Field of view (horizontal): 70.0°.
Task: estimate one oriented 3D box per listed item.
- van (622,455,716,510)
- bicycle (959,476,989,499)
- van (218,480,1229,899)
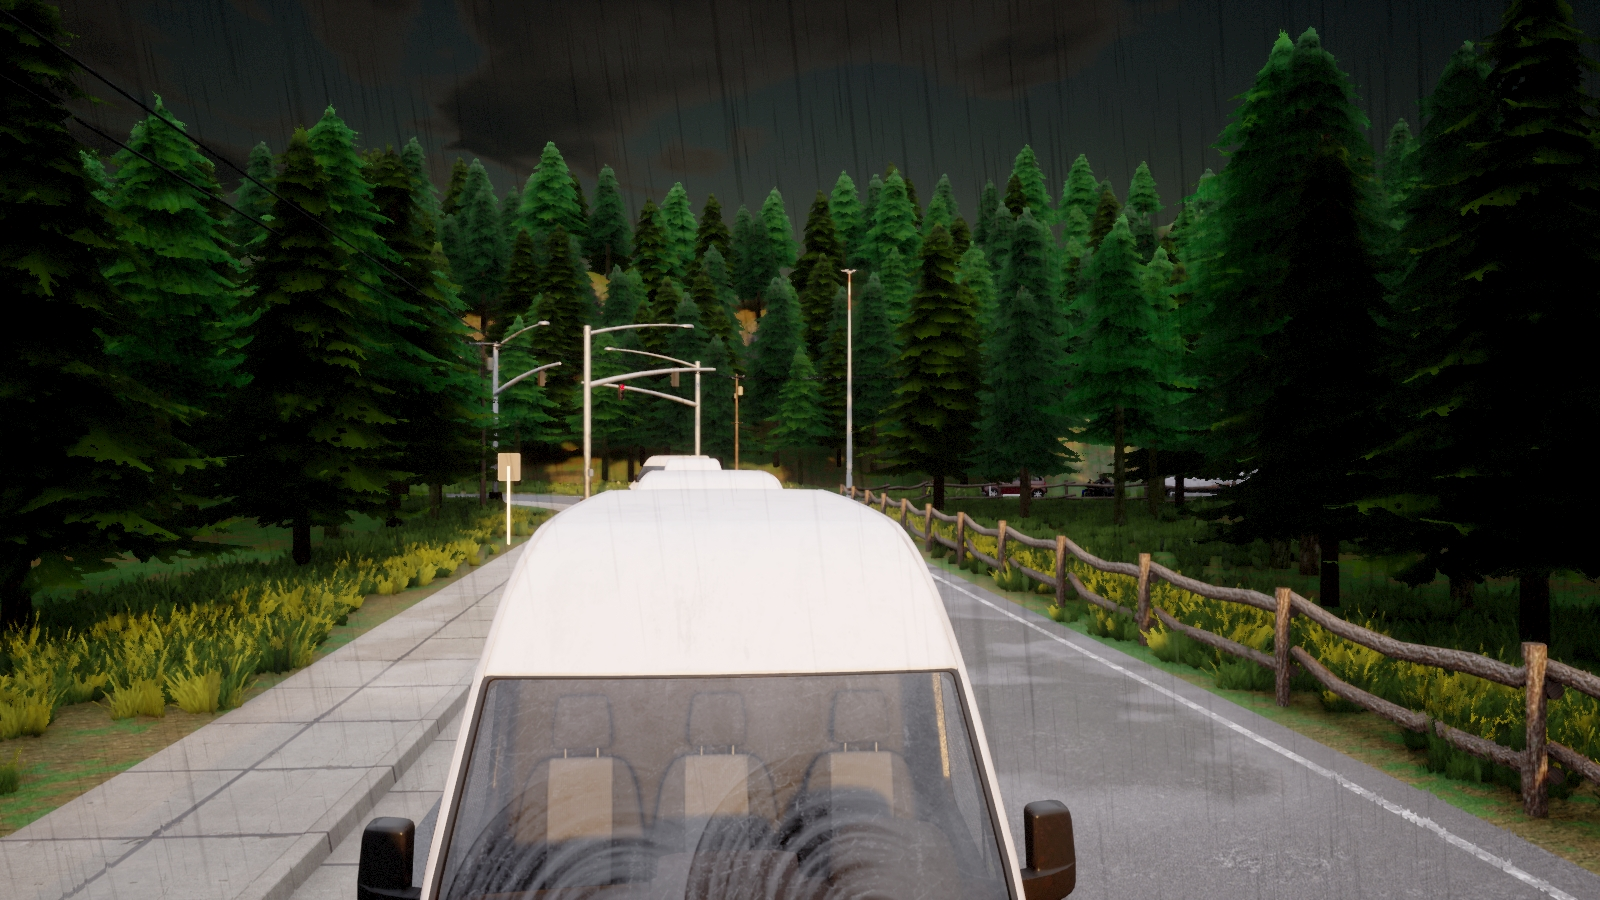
[{"bbox_3d":[-6.330,1.515,56.003,1.988,2.561,5.915,0,0,22],"label":"van"},{"bbox_3d":[9.928,2.158,65.242,1.487,1.276,0.859,0,0,-6],"label":"bicycle"},{"bbox_3d":[-0.355,1.499,5.199,1.988,2.561,5.915,0,0,-5],"label":"van"}]
